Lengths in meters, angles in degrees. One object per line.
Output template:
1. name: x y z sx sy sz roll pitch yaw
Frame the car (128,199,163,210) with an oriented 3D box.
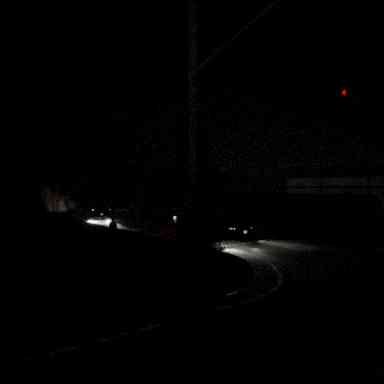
1. car: -6.059 1.601 43.766 1.895 1.301 4.718 0 0 41

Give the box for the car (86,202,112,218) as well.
1. car: -8.525 1.601 30.400 1.895 1.301 4.718 0 0 -22

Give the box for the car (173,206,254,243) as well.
1. car: 0.913 1.505 16.504 1.837 1.490 4.892 0 0 -36
